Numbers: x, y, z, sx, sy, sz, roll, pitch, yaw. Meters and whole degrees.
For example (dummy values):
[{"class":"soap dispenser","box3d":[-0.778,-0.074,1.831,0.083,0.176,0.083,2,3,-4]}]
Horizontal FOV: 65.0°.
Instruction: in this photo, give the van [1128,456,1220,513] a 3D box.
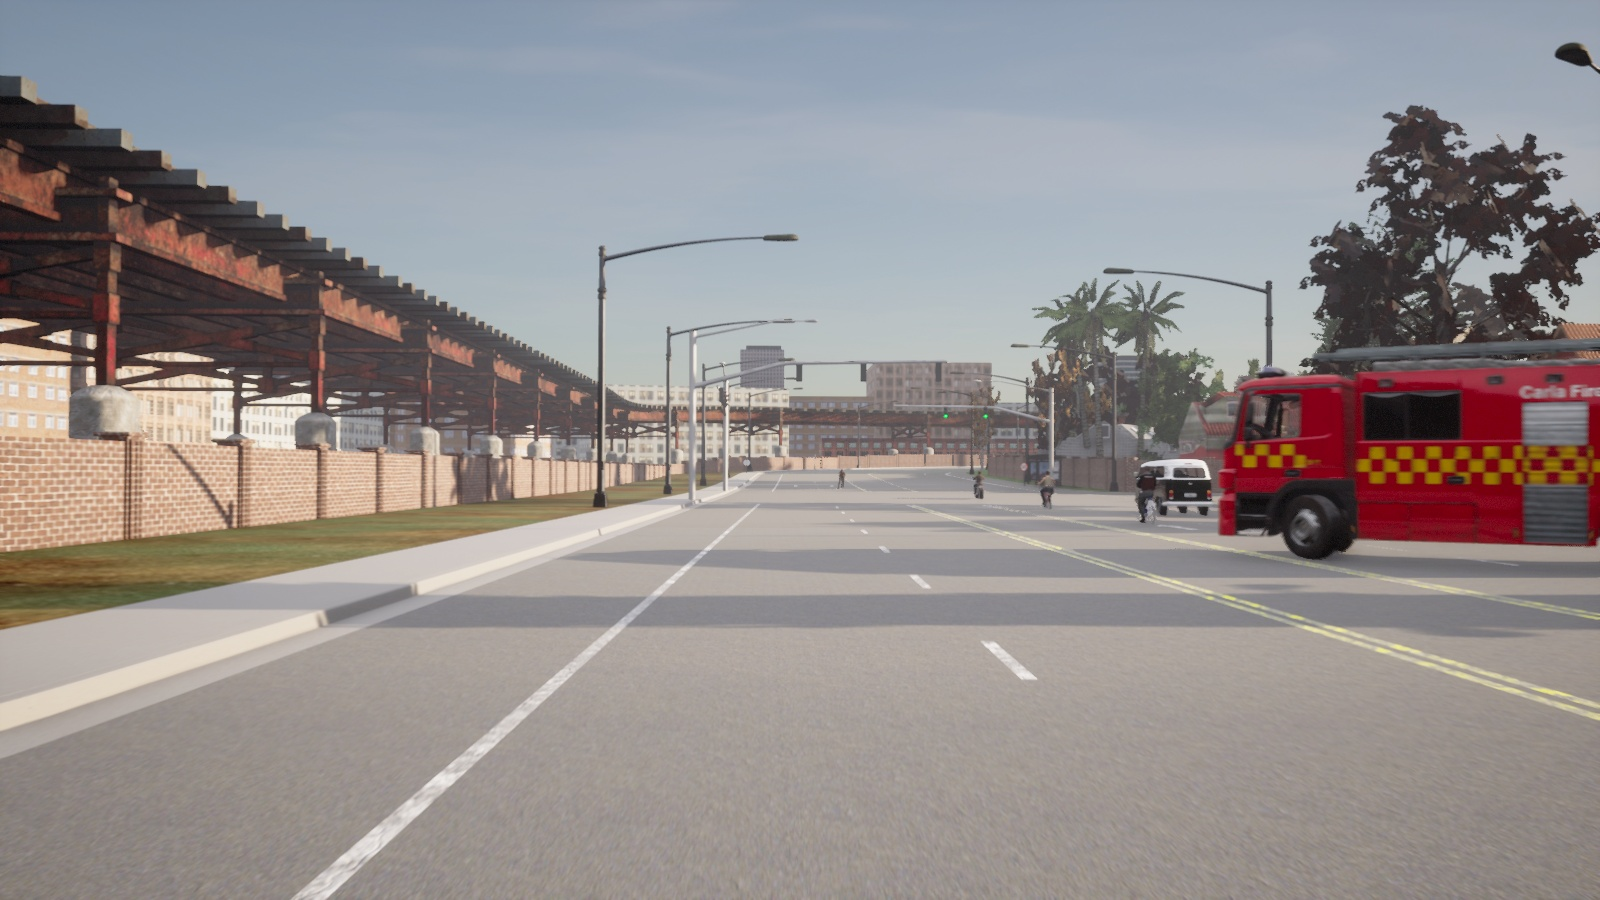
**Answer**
[{"class":"van","box3d":[13.878,1.267,46.859,2.069,2.038,4.480,0,-1,0]}]

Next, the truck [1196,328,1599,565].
[{"class":"truck","box3d":[11.851,-0.018,22.660,8.468,3.827,2.891,-1,-1,32]}]

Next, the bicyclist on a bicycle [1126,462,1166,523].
[{"class":"bicyclist on a bicycle","box3d":[10.410,1.275,37.855,0.659,1.776,1.843,-1,-1,0]}]
